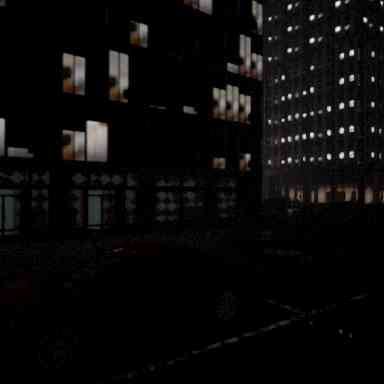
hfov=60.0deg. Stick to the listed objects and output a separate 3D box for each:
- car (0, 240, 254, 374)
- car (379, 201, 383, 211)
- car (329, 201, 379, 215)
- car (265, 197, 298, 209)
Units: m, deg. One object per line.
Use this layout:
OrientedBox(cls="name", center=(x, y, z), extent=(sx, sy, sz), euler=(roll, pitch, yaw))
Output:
OrientedBox(cls="car", center=(-0.940, 1.559, 5.611), extent=(4.507, 1.381, 1.887), euler=(0, 0, -36))
OrientedBox(cls="car", center=(22.526, 1.615, 38.227), extent=(1.802, 1.307, 4.206), euler=(1, 0, -32))
OrientedBox(cls="car", center=(15.927, 1.590, 33.507), extent=(1.802, 1.307, 4.206), euler=(1, 0, -32))
OrientedBox(cls="car", center=(11.938, 1.397, 44.493), extent=(1.837, 1.490, 4.892), euler=(0, 1, -33))
